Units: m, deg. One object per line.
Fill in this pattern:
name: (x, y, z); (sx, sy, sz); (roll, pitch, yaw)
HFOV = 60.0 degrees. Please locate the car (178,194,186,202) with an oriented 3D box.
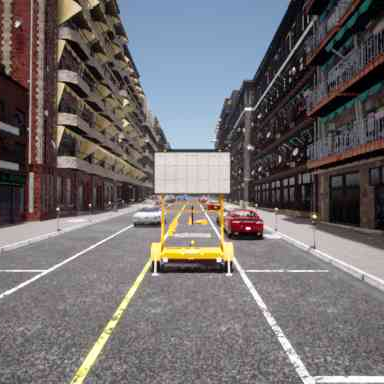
car: (-2.561, 1.463, 84.909); (2.150, 2.045, 5.566); (0, -1, 0)

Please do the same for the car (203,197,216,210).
car: (2.672, 1.613, 39.806); (1.887, 1.381, 4.507); (1, 0, 0)

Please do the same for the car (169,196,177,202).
car: (-5.099, 1.830, 89.662); (1.947, 1.339, 4.313); (1, 0, 0)

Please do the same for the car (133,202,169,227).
car: (-2.801, 1.629, 22.897); (1.895, 1.301, 4.718); (0, 0, 0)

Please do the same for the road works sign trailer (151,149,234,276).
road works sign trailer: (0.013, 0.473, 10.378); (2.380, 3.560, 2.880); (0, 0, 0)

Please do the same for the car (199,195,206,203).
car: (2.722, 1.683, 61.930); (1.887, 1.381, 4.507); (1, 0, 0)

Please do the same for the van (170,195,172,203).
van: (-5.154, 1.480, 62.010); (1.690, 1.788, 3.998); (1, 0, 0)

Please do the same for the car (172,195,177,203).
car: (-5.129, 1.500, 73.070); (2.192, 1.841, 5.009); (1, 0, 0)

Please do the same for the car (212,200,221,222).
car: (2.637, 1.554, 23.386); (1.752, 1.417, 4.829); (1, 0, 0)

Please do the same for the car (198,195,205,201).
car: (2.762, 1.734, 95.117); (1.967, 1.590, 4.097); (1, 0, 0)

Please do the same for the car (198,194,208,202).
car: (2.741, 1.550, 84.054); (2.192, 1.841, 5.009); (1, 0, 0)

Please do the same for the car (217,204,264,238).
car: (2.624, 1.564, 17.684); (1.887, 1.381, 4.507); (1, 0, 0)

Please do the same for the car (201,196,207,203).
car: (2.684, 1.634, 45.338); (2.008, 1.369, 4.403); (1, 0, 0)

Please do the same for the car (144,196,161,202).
car: (-5.207, 1.593, 39.717); (1.752, 1.417, 4.829); (2, 0, 0)

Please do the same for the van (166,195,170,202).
van: (-5.165, 1.459, 56.478); (1.690, 1.788, 3.998); (2, 0, 0)

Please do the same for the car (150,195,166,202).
car: (-5.189, 1.398, 45.419); (2.192, 1.841, 5.009); (2, 0, 0)

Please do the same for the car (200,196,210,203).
car: (2.756, 1.625, 72.992); (1.967, 1.590, 4.097); (1, 0, 0)
